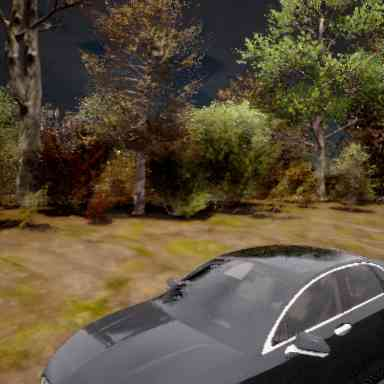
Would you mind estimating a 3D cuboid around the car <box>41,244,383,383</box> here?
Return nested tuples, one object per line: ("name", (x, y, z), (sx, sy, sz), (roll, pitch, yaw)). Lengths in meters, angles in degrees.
("car", (0.916, 1.458, 3.806), (4.892, 1.490, 1.837), (0, 2, -36))
